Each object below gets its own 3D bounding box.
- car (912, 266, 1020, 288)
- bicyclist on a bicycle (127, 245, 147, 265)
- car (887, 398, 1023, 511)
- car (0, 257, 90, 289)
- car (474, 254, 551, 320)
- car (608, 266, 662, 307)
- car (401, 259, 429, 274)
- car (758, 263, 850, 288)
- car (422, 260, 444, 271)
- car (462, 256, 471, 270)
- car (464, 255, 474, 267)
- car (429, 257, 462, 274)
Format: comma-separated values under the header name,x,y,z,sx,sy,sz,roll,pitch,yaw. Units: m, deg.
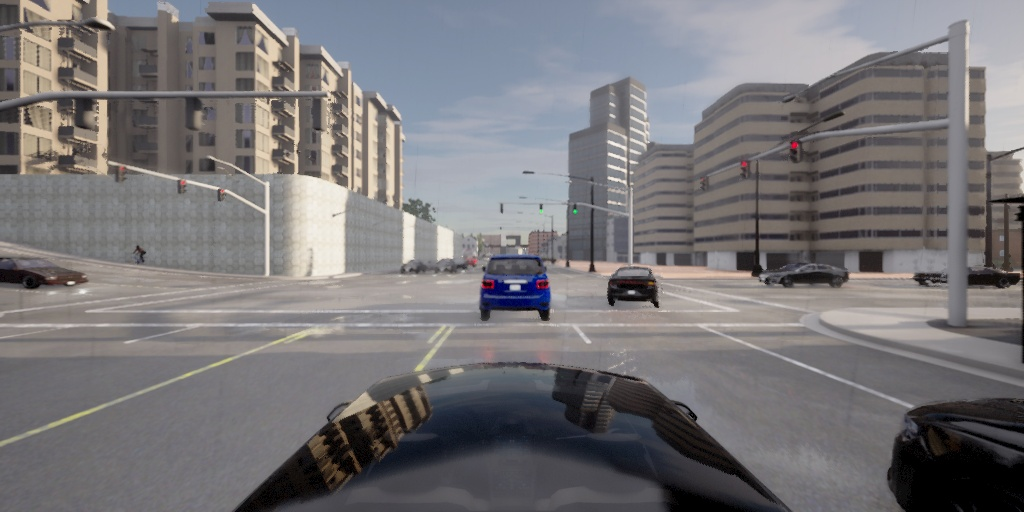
name,x,y,z,sx,sy,sz,roll,pitch,yaw
car,28.207,1.284,22.416,4.718,1.301,1.895,0,0,0
bicyclist on a bicycle,-30.741,-0.057,29.520,0.582,1.620,1.656,6,0,0
car,3.598,1.246,0.507,2.128,1.511,4.902,0,0,0
car,-25.402,0.785,18.531,5.357,1.411,2.033,5,0,0
car,0.094,0.940,12.666,2.150,2.045,5.566,0,1,0
car,5.346,1.184,15.519,1.882,1.535,5.008,-1,0,22
car,-10.598,1.124,38.885,2.128,1.511,4.902,0,0,0
car,18.108,1.175,22.383,4.902,1.511,2.128,0,0,0
car,-10.599,1.204,48.150,1.895,1.301,4.718,0,0,0
car,-7.095,1.080,48.387,1.882,1.535,5.008,0,0,0
car,-7.045,0.790,58.932,2.150,2.045,5.566,0,0,0
car,-7.101,1.124,38.955,2.128,1.511,4.902,0,0,0
